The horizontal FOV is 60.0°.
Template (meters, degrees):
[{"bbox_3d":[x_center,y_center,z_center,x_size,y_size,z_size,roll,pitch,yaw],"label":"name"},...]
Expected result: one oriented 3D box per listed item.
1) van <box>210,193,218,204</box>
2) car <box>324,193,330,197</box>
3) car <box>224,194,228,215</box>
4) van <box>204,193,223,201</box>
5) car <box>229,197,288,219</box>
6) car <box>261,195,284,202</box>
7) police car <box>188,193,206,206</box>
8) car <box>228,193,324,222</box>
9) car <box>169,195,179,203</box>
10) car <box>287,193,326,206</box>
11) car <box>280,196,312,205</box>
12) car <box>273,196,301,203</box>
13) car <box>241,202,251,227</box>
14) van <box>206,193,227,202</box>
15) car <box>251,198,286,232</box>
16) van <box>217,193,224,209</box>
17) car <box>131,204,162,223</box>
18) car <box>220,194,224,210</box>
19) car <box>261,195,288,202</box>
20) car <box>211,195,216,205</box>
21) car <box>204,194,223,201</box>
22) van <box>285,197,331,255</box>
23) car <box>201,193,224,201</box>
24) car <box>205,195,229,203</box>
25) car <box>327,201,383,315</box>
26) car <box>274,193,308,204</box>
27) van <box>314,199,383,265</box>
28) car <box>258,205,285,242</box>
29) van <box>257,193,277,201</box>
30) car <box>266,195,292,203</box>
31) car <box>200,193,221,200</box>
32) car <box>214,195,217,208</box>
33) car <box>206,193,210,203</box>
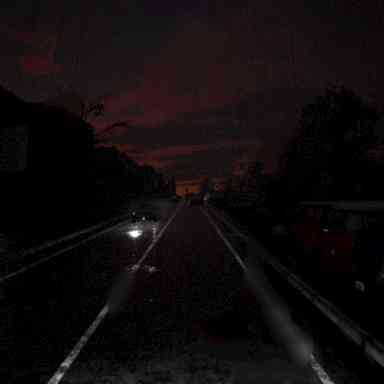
[{"bbox_3d":[5.288,1.210,47.762,4.442,1.987,1.878,0,0,0],"label":"van"},{"bbox_3d":[18.436,1.179,51.013,5.566,2.045,2.435,0,0,0],"label":"car"},{"bbox_3d":[5.516,1.224,25.337,5.566,2.045,2.435,0,0,0],"label":"car"},{"bbox_3d":[5.098,1.217,78.596,4.442,1.987,1.878,0,0,0],"label":"van"},{"bbox_3d":[5.496,1.344,28.140,4.553,1.767,2.185,0,0,0],"label":"car"},{"bbox_3d":[18.307,1.479,75.954,4.674,1.452,2.002,0,0,0],"label":"car"},{"bbox_3d":[0.715,1.382,53.378,1.930,1.638,5.238,0,0,0],"label":"police car"},{"bbox_3d":[5.534,1.229,22.533,5.566,2.045,2.435,0,0,0],"label":"car"},{"bbox_3d":[-3.582,1.436,67.446,1.882,1.535,5.008,0,0,0],"label":"car"},{"bbox_3d":[18.418,1.174,53.675,5.566,2.045,2.435,0,0,0],"label":"car"},{"bbox_3d":[18.407,1.422,59.243,5.008,1.535,2.097,0,0,0],"label":"car"},{"bbox_3d":[18.406,1.453,64.813,4.792,1.488,2.163,0,0,0],"label":"car"},{"bbox_3d":[5.577,1.525,19.731,4.674,1.452,2.002,0,0,0],"label":"car"},{"bbox_3d":[5.363,1.209,72.990,4.442,1.987,1.878,0,0,0],"label":"van"},{"bbox_3d":[5.629,1.364,16.927,4.553,1.767,2.185,0,0,0],"label":"car"},{"bbox_3d":[5.358,1.229,36.549,4.442,1.987,1.878,0,0,0],"label":"van"},{"bbox_3d":[-3.475,1.598,26.013,1.895,1.301,4.718,0,0,0],"label":"car"},{"bbox_3d":[5.523,1.334,33.747,4.553,1.767,2.185,0,0,0],"label":"car"},{"bbox_3d":[18.140,1.432,73.168,5.366,1.575,1.946,0,0,0],"label":"car"},{"bbox_3d":[5.393,1.470,44.960,4.792,1.488,2.163,0,0,0],"label":"car"},{"bbox_3d":[5.167,1.322,81.400,4.553,1.767,2.185,0,0,0],"label":"car"},{"bbox_3d":[5.749,1.274,11.321,4.442,1.987,1.878,0,0,0],"label":"van"},{"bbox_3d":[5.212,1.204,84.202,5.566,2.045,2.435,0,0,0],"label":"car"},{"bbox_3d":[5.259,1.431,70.186,5.008,1.535,2.097,0,0,0],"label":"car"},{"bbox_3d":[5.640,1.258,5.713,5.566,2.045,2.435,0,0,0],"label":"car"},{"bbox_3d":[18.367,1.170,62.030,5.566,2.045,2.435,0,0,0],"label":"car"},{"bbox_3d":[5.767,1.279,8.518,4.442,1.987,1.878,0,0,0],"label":"van"},{"bbox_3d":[5.609,1.496,14.125,4.892,1.521,2.231,0,0,0],"label":"car"},{"bbox_3d":[18.394,1.221,81.527,4.442,1.987,1.878,0,0,0],"label":"van"},{"bbox_3d":[18.337,1.431,70.383,5.008,1.535,2.097,0,0,0],"label":"car"},{"bbox_3d":[5.173,1.240,92.612,5.566,2.045,2.435,0,0,0],"label":"car"},{"bbox_3d":[5.452,1.450,39.353,5.008,1.535,2.097,0,0,0],"label":"car"},{"bbox_3d":[5.347,1.422,56.169,5.008,1.535,2.097,0,0,0],"label":"car"}]
